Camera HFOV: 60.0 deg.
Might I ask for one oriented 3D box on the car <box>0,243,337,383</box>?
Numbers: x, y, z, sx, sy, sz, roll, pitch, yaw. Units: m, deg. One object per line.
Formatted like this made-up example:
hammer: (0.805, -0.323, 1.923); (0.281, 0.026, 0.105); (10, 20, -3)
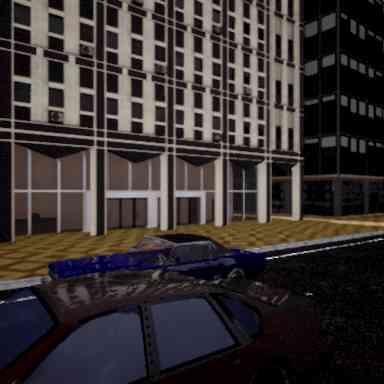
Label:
car: (-0.854, 1.554, 3.088); (5.357, 1.411, 2.033); (0, 0, -36)

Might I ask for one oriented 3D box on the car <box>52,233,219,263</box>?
car: (-0.631, 1.622, 7.250); (4.718, 1.301, 1.895); (0, 0, -36)
